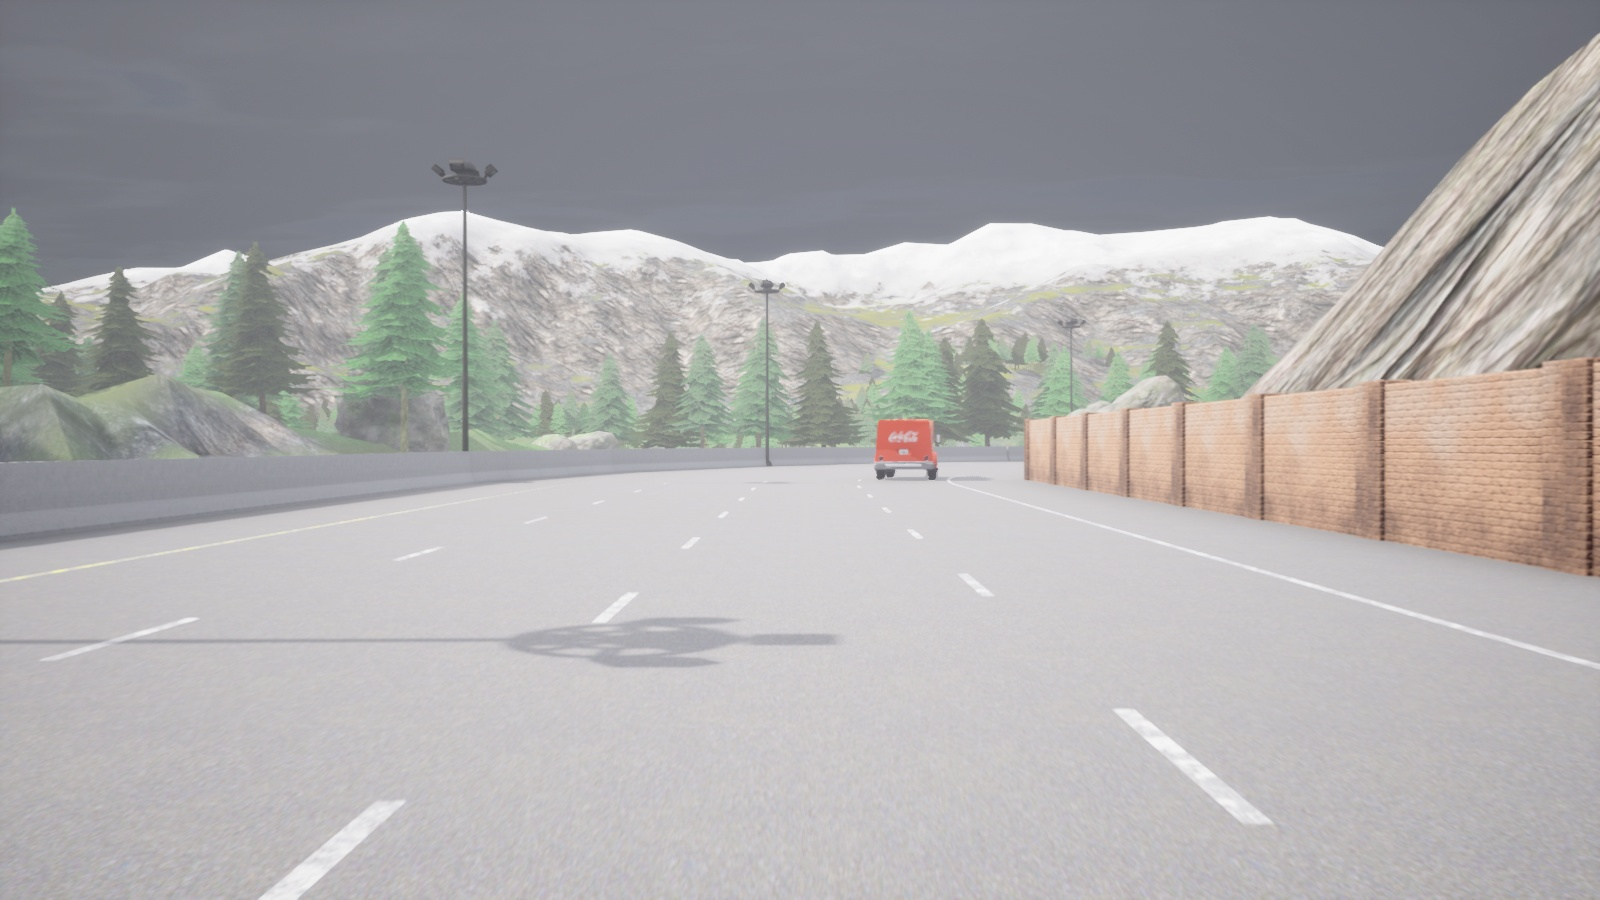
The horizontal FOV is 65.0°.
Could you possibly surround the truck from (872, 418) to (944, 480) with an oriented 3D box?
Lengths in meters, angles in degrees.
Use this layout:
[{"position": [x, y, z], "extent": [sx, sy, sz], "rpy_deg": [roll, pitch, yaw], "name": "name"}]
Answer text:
[{"position": [4.632, -0.036, 53.139], "extent": [2.627, 2.467, 5.204], "rpy_deg": [0, 0, 10], "name": "truck"}]
